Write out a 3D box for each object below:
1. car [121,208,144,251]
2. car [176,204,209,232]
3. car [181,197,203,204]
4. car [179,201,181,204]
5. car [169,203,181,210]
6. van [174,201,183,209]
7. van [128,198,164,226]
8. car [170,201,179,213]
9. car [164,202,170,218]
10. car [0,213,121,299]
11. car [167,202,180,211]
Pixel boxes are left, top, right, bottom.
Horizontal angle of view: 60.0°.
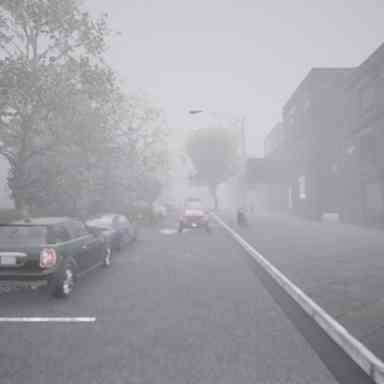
[{"bbox_3d":[-3.634,1.649,14.471,2.002,1.452,4.674,0,-1,2],"label":"car"},{"bbox_3d":[0.127,1.715,21.300,1.812,1.442,4.674,0,0,0],"label":"car"},{"bbox_3d":[0.150,1.627,39.764,2.150,2.045,5.566,0,-2,0],"label":"car"},{"bbox_3d":[-3.562,2.571,58.989,2.097,1.535,5.008,1,-2,2],"label":"car"},{"bbox_3d":[-3.558,3.002,70.149,2.163,1.488,4.792,0,-2,2],"label":"car"},{"bbox_3d":[-3.517,3.322,86.952,1.878,1.987,4.442,1,-2,2],"label":"van"},{"bbox_3d":[-3.617,1.484,25.734,1.878,1.987,4.442,0,-1,2],"label":"van"},{"bbox_3d":[-3.575,2.202,47.886,2.163,1.488,4.792,1,-2,2],"label":"car"},{"bbox_3d":[-3.615,1.632,31.156,2.185,1.767,4.553,0,-1,2],"label":"car"},{"bbox_3d":[-3.643,1.434,8.874,2.185,1.767,4.553,0,-1,2],"label":"car"},{"bbox_3d":[-3.563,2.771,64.547,2.097,1.535,5.008,0,-2,2],"label":"car"}]
